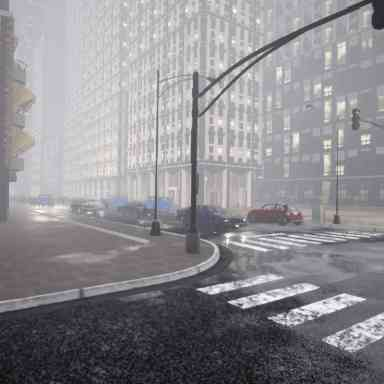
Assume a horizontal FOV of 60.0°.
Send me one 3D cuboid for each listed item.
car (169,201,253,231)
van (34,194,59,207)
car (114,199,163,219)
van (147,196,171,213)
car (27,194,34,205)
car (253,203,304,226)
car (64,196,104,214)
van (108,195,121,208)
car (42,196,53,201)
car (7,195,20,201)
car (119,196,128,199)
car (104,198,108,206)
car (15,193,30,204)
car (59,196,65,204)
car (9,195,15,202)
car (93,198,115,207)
[{"bbox_3d":[0.995,1.498,20.729,2.033,1.411,5.357,1,-1,-35],"label":"car"},{"bbox_3d":[-20.526,1.197,46.792,1.690,1.788,3.998,1,-1,-35],"label":"van"},{"bbox_3d":[-4.747,1.537,28.879,1.895,1.301,4.718,1,-1,-35],"label":"car"},{"bbox_3d":[-3.918,1.382,37.761,1.690,1.788,3.998,1,-1,-35],"label":"van"},{"bbox_3d":[-23.783,1.432,51.407,1.802,1.307,4.206,1,-1,-35],"label":"car"},{"bbox_3d":[5.838,1.505,23.906,1.967,1.590,4.097,1,-1,-35],"label":"car"},{"bbox_3d":[-10.773,1.427,32.935,2.008,1.369,4.403,1,-1,-35],"label":"car"},{"bbox_3d":[-10.423,1.368,46.998,1.690,1.788,3.998,1,-1,-35],"label":"van"},{"bbox_3d":[-36.447,1.571,83.941,1.802,1.307,4.206,1,-1,-35],"label":"car"},{"bbox_3d":[-40.044,1.378,74.499,2.008,1.369,4.403,1,-1,-35],"label":"car"},{"bbox_3d":[-7.174,1.584,42.377,2.008,1.369,4.403,1,-1,-35],"label":"car"},{"bbox_3d":[-11.971,1.446,39.158,1.812,1.442,4.674,1,-1,-35],"label":"car"},{"bbox_3d":[-30.283,1.155,60.647,2.192,1.841,5.009,1,-1,-35],"label":"car"},{"bbox_3d":[-24.016,1.434,61.794,1.882,1.535,5.008,1,-1,-35],"label":"car"},{"bbox_3d":[-36.792,1.397,69.881,1.947,1.339,4.313,1,-1,-35],"label":"car"},{"bbox_3d":[-13.680,1.587,51.614,1.947,1.339,4.313,1,-1,-35],"label":"car"}]
